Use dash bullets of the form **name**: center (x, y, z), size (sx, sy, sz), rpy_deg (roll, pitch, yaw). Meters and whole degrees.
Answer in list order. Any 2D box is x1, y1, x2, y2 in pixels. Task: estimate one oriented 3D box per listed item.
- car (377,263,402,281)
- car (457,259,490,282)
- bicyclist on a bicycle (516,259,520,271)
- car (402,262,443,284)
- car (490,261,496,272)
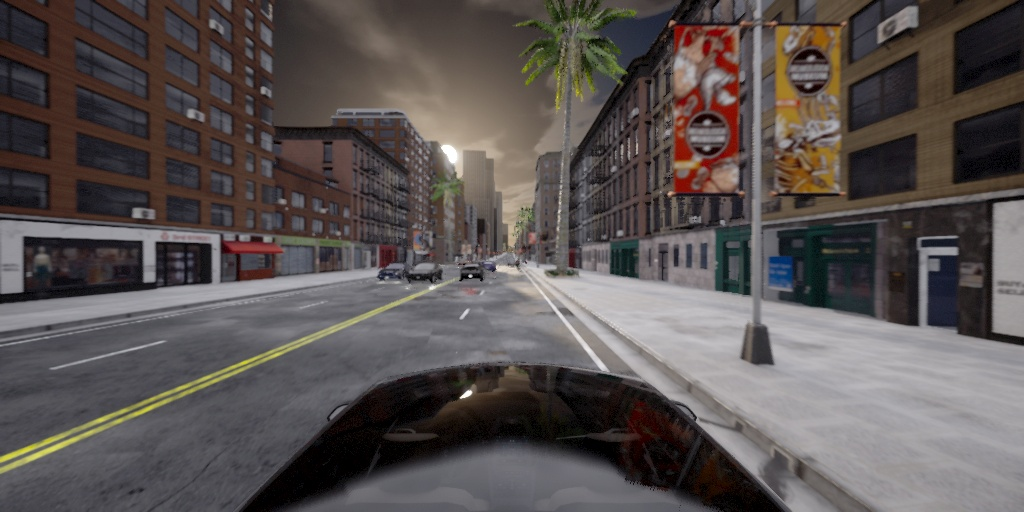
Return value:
- **car**: center (-9.842, 1.319, 30.922), size (2.033, 1.411, 5.357), rpy_deg (0, 0, 0)
- **car**: center (-3.146, 1.274, 29.699), size (1.837, 1.490, 4.892), rpy_deg (0, 0, 0)
- **bicyclist on a bicycle**: center (0.901, 1.293, 49.014), size (0.582, 1.620, 1.656), rpy_deg (0, -1, 0)
- **car**: center (-6.591, 1.242, 27.695), size (1.882, 1.535, 5.008), rpy_deg (0, 0, 0)
- **car**: center (-3.143, 1.362, 48.296), size (1.812, 1.442, 4.674), rpy_deg (0, 0, 0)
